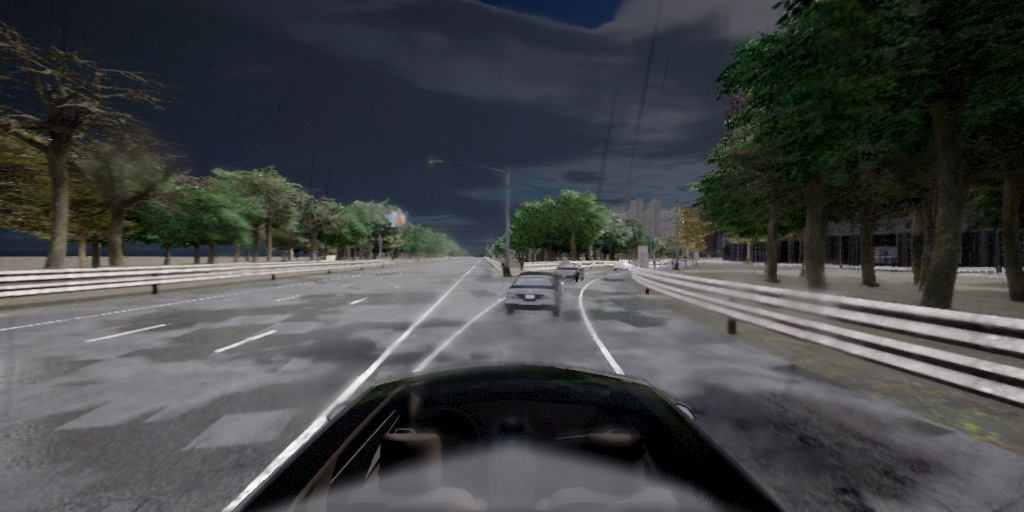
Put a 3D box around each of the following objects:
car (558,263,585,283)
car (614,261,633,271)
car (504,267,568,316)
[{"bbox_3d":[4.679,1.292,28.665,2.128,1.511,4.902,0,0,19],"label":"car"},{"bbox_3d":[15.776,1.370,50.305,1.812,1.442,4.674,0,0,35],"label":"car"},{"bbox_3d":[0.956,1.310,13.589,2.033,1.411,5.357,0,0,9],"label":"car"}]
